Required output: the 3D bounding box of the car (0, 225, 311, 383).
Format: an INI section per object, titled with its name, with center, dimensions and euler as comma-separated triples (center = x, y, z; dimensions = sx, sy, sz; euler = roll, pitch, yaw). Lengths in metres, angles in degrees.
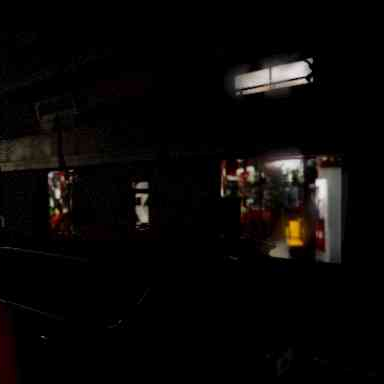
[car]
center = -1.253, 1.335, 3.831
dimensions = 5.009, 1.841, 2.192
euler = -1, 1, 36
